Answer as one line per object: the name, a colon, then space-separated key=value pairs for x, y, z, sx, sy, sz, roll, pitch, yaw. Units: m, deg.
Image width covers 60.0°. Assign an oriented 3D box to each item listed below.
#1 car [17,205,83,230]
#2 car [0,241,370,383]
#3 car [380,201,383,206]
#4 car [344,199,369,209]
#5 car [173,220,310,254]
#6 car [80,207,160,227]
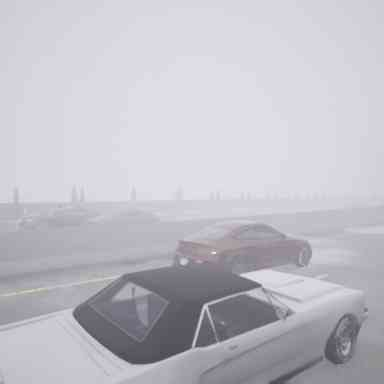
car: x=-7.861 y=1.576 z=20.221 sx=4.902 sy=1.511 sz=2.128 roll=0 pitch=0 yaw=-39
car: x=0.252 y=1.616 z=4.132 sx=4.718 sy=1.301 sz=1.895 roll=0 pitch=0 yaw=-37
car: x=28.053 y=1.608 z=46.473 sx=4.892 sy=1.490 sz=1.837 roll=0 pitch=0 yaw=-40
car: x=23.231 y=1.679 z=46.941 sx=4.181 sy=1.385 sz=1.994 roll=0 pitch=0 yaw=-41
car: x=1.593 y=1.557 z=9.685 sx=4.674 sy=1.442 sz=1.812 roll=0 pitch=0 yaw=-39
car: x=-3.821 y=1.637 z=19.001 sx=4.181 sy=1.385 sz=1.994 roll=0 pitch=0 yaw=-40
